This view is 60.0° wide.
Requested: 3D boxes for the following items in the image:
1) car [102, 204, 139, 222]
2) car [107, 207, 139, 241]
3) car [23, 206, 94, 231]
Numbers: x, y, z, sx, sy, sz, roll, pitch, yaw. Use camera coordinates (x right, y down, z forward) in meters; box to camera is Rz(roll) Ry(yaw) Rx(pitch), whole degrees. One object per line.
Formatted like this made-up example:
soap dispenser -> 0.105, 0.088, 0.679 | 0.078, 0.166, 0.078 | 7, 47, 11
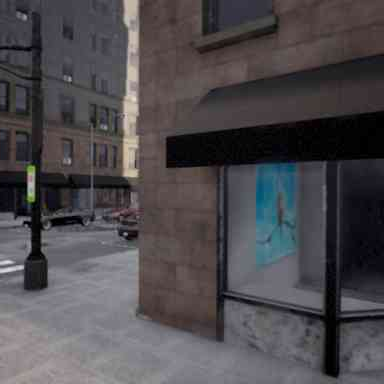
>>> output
car -> -4.809, 1.547, 25.180 | 1.802, 1.307, 4.206 | 0, 0, 35
car -> -1.557, 1.553, 15.901 | 2.008, 1.369, 4.403 | 0, 0, 35
car -> -8.099, 1.527, 20.548 | 1.947, 1.339, 4.313 | 0, 0, 35
